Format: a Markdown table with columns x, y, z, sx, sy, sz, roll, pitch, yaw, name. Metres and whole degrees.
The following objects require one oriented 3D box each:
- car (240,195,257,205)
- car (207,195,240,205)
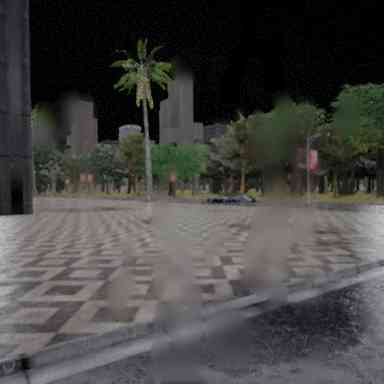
| x | y | z | sx | sy | sz | roll | pitch | yaw | name |
| --- | --- | --- | --- | --- | --- | --- | --- | --- | --- |
| 7.695 | 1.110 | 49.500 | 1.994 | 1.385 | 4.181 | -1 | 1 | -36 | car |
| 4.323 | 1.201 | 48.608 | 1.895 | 1.301 | 4.718 | -1 | 1 | -37 | car |
